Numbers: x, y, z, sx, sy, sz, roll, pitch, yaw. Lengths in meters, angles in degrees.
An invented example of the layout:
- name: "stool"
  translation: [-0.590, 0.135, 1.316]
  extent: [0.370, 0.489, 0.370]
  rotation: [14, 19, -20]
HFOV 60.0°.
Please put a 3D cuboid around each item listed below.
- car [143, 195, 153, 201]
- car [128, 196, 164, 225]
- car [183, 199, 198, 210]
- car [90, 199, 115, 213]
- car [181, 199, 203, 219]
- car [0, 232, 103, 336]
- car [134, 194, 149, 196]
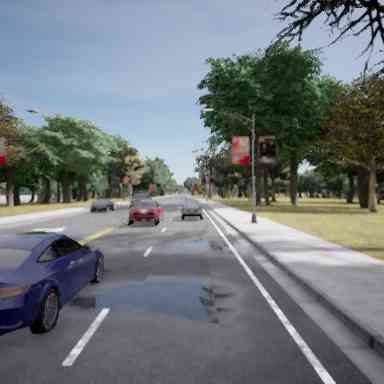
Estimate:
- name: "car"
  translation: [-10.375, 1.386, 79.003]
  extent: [1.895, 1.301, 4.718]
  rotation: [0, 0, -1]
- name: "car"
  translation: [-3.216, 1.360, 24.131]
  extent: [2.097, 1.767, 4.553]
  rotation: [0, 0, 0]
- name: "car"
  translation: [-0.135, 1.648, 44.363]
  extent: [1.895, 1.301, 4.718]
  rotation: [0, 0, 0]
- name: "car"
  translation: [-9.994, 1.508, 37.514]
  extent: [1.882, 1.535, 5.008]
  rotation: [0, 0, 0]
- name: "car"
  translation: [0.003, 1.563, 29.119]
  extent: [2.033, 1.411, 5.357]
  rotation: [0, 0, 0]
- name: "car"
  translation: [-3.158, 1.522, 6.618]
  extent: [1.812, 1.442, 4.674]
  rotation: [0, 0, 0]
- name: "car"
  translation: [-6.784, 1.269, 43.925]
  extent: [2.150, 2.045, 5.566]
  rotation: [0, 0, 0]
